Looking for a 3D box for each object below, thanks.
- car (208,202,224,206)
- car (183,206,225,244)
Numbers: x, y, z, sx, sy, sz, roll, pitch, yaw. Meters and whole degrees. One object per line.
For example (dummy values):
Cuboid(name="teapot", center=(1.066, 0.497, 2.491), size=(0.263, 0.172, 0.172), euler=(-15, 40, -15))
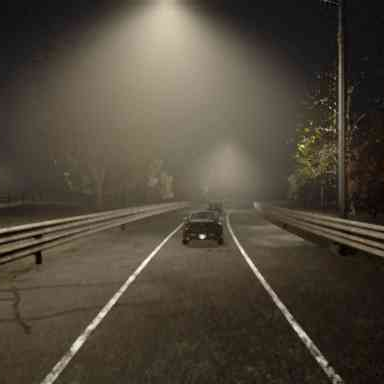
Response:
Cuboid(name="car", center=(2.949, 1.981, 42.230), size=(2.033, 1.411, 5.357), euler=(0, -1, 8))
Cuboid(name="car", center=(0.585, 1.678, 16.793), size=(1.837, 1.490, 4.892), euler=(0, 0, 3))
